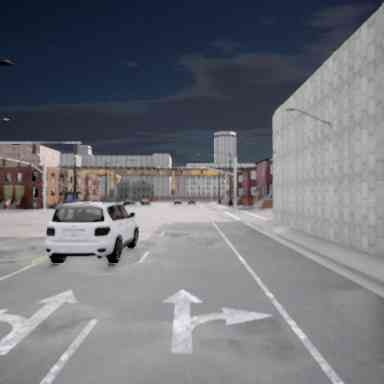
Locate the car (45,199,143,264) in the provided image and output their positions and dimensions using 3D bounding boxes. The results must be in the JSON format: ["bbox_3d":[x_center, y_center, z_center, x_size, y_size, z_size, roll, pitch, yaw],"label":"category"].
[{"bbox_3d":[-3.488,1.366,12.552,2.150,2.045,5.566,0,0,0],"label":"car"}]

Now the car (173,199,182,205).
[{"bbox_3d":[-3.508,2.487,81.592,1.895,1.301,4.718,0,-1,0],"label":"car"}]

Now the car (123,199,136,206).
[{"bbox_3d":[-14.007,2.370,74.780,2.033,1.411,5.357,0,-1,0],"label":"car"}]

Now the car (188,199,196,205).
[{"bbox_3d":[-0.008,2.412,81.567,1.812,1.442,4.674,0,-1,0],"label":"car"}]

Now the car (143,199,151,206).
[{"bbox_3d":[-10.507,2.311,74.980,1.882,1.535,5.008,0,-1,0],"label":"car"}]
